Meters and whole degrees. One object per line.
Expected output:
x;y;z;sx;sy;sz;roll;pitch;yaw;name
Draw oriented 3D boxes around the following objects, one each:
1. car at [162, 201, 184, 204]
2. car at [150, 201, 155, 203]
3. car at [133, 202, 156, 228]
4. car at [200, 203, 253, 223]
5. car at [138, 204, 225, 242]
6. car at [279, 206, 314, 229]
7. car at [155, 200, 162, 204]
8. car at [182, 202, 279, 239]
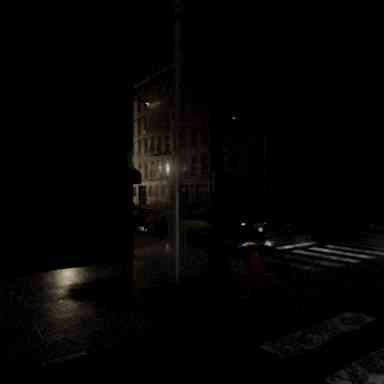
-0.545;1.553;30.345;1.947;1.339;4.313;0;0;-35;car
-5.445;1.510;27.765;2.128;1.511;4.902;0;0;-35;car
-3.947;1.578;21.289;2.008;1.369;4.403;0;0;-35;car
2.595;1.566;25.937;1.802;1.307;4.206;0;0;-35;car
-0.708;1.548;16.741;1.752;1.417;4.829;0;0;-35;car
5.735;1.546;21.528;1.947;1.339;4.313;0;0;-35;car
-3.784;1.516;34.892;1.752;1.417;4.829;0;0;-35;car
1.808;1.501;17.528;2.128;1.511;4.902;0;0;-35;car
